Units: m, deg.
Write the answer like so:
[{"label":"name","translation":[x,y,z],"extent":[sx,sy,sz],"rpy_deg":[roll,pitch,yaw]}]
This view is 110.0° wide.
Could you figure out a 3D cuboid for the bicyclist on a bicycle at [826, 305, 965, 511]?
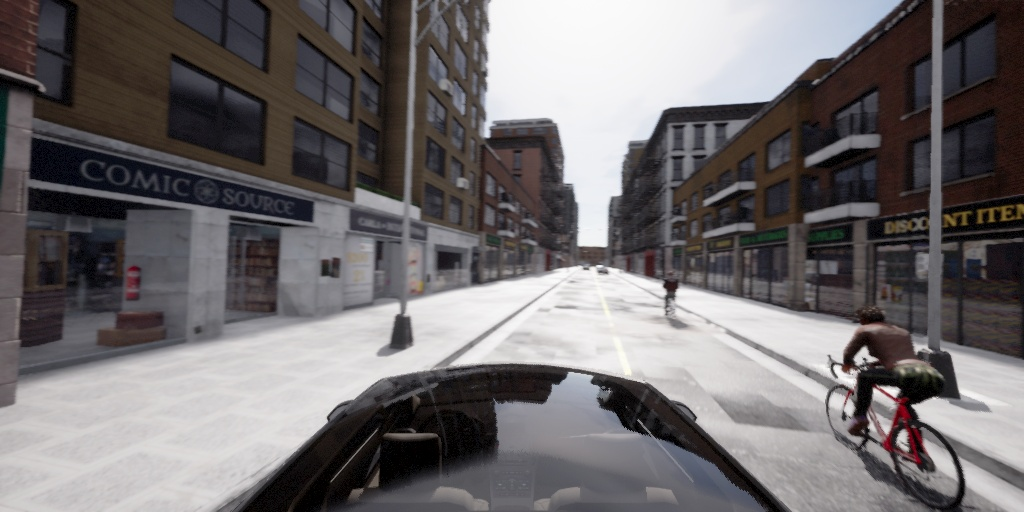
[{"label":"bicyclist on a bicycle","translation":[3.661,1.334,3.561],"extent":[0.582,1.620,1.656],"rpy_deg":[2,-1,12]}]

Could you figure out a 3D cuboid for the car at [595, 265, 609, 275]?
[{"label":"car","translation":[14.863,2.396,58.662],"extent":[1.895,1.301,4.718],"rpy_deg":[2,-1,12]}]

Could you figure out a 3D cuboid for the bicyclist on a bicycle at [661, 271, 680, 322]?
[{"label":"bicyclist on a bicycle","translation":[5.691,1.411,12.969],"extent":[0.659,1.776,1.843],"rpy_deg":[2,0,12]}]
